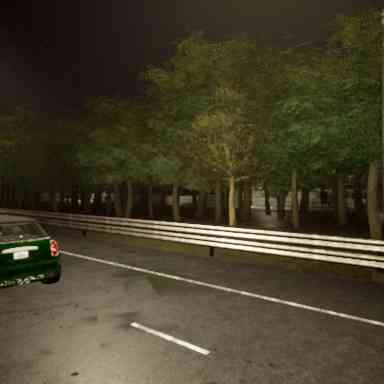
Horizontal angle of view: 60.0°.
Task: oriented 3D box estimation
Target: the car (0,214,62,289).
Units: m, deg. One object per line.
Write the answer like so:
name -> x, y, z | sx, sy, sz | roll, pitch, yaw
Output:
car -> -5.314, 1.388, 8.497 | 4.553, 1.767, 2.097 | 0, 0, 39
